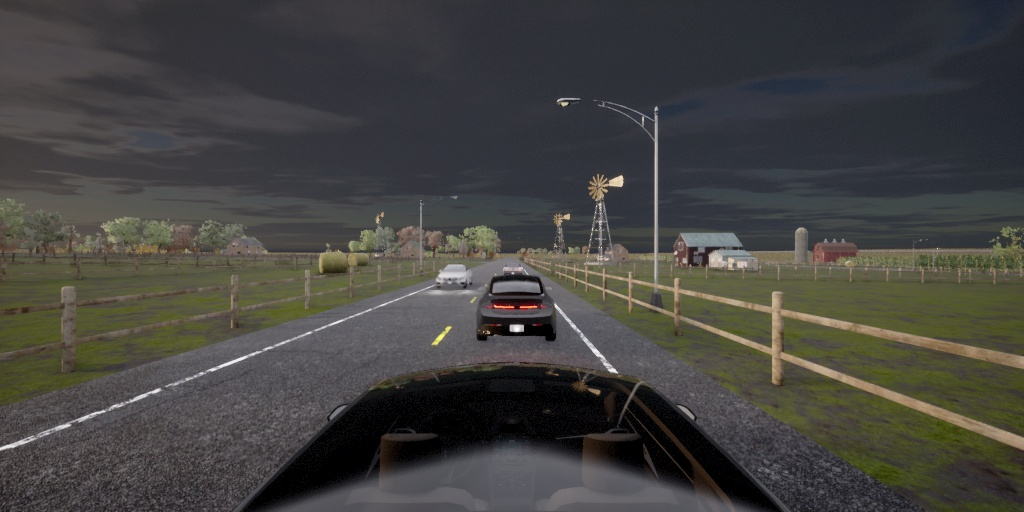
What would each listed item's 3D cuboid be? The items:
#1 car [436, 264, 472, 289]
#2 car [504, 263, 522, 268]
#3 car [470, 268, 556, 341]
[{"bbox_3d":[-3.602,1.271,23.072,1.812,1.442,4.674,0,0,0],"label":"car"},{"bbox_3d":[0.093,1.344,36.228,1.895,1.301,4.718,0,0,0],"label":"car"},{"bbox_3d":[0.099,1.253,9.857,1.837,1.490,4.892,0,0,0],"label":"car"}]
